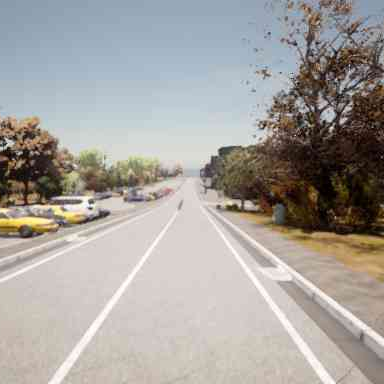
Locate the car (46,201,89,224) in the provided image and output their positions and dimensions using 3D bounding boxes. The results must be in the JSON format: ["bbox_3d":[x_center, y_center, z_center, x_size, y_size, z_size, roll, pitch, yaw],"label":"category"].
[{"bbox_3d":[-10.340,1.630,23.258,5.366,1.575,1.946,0,-1,0],"label":"car"}]

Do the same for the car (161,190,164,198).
[{"bbox_3d":[-10.163,0.921,83.691,4.553,1.767,2.185,0,1,0],"label":"car"}]

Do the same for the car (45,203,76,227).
[{"bbox_3d":[-10.171,1.608,20.481,4.892,1.521,2.231,0,-1,0],"label":"car"}]

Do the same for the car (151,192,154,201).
[{"bbox_3d":[-10.306,1.237,64.186,4.792,1.488,2.163,0,0,0],"label":"car"}]

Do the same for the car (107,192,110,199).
[{"bbox_3d":[-23.281,1.100,80.779,5.008,1.535,2.097,0,1,0],"label":"car"}]

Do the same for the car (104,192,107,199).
[{"bbox_3d":[-23.269,1.174,77.988,4.792,1.488,2.163,0,1,0],"label":"car"}]

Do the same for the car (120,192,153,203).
[{"bbox_3d":[-10.259,1.231,61.402,4.792,1.488,2.163,0,0,0],"label":"car"}]

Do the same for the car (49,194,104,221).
[{"bbox_3d":[-10.174,1.408,26.036,5.566,2.045,2.435,0,-1,0],"label":"car"}]

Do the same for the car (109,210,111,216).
[{"bbox_3d":[-10.097,1.740,31.585,4.792,1.488,2.163,0,-1,0],"label":"car"}]

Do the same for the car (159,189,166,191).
[{"bbox_3d":[-10.189,0.710,92.051,4.553,1.767,2.185,0,2,0],"label":"car"}]

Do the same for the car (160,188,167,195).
[{"bbox_3d":[-10.178,0.623,94.829,4.553,1.767,2.185,0,2,0],"label":"car"}]

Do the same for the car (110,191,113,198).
[{"bbox_3d":[-23.269,1.048,83.568,5.008,1.535,2.097,0,1,0],"label":"car"}]

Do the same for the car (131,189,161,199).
[{"bbox_3d":[-10.270,0.946,72.543,5.566,2.045,2.435,0,0,0],"label":"car"}]

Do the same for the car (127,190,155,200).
[{"bbox_3d":[-10.296,1.086,66.972,4.553,1.767,2.185,0,0,0],"label":"car"}]

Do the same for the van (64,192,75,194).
[{"bbox_3d":[-23.242,0.976,61.374,4.442,1.987,1.878,1,0,0],"label":"van"}]

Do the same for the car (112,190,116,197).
[{"bbox_3d":[-23.256,0.985,86.485,4.892,1.521,2.231,0,1,0],"label":"car"}]

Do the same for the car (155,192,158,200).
[{"bbox_3d":[-10.248,1.209,69.751,5.008,1.535,2.097,0,0,0],"label":"car"}]

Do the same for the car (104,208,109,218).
[{"bbox_3d":[-10.141,1.685,28.810,5.008,1.535,2.097,0,-1,0],"label":"car"}]

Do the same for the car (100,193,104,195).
[{"bbox_3d":[-23.495,1.171,75.333,5.366,1.575,1.946,0,0,0],"label":"car"}]

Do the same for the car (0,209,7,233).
[{"bbox_3d":[-10.008,1.528,12.032,5.366,1.575,1.946,0,-1,0],"label":"car"}]

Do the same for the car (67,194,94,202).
[{"bbox_3d":[-23.362,1.237,69.745,4.792,1.488,2.163,0,0,0],"label":"car"}]

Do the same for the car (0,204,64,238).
[{"bbox_3d":[-9.988,1.579,17.705,5.366,1.575,1.946,0,-1,0],"label":"car"}]
